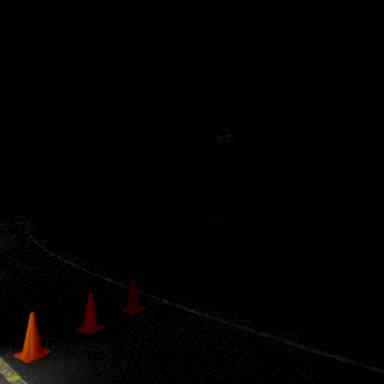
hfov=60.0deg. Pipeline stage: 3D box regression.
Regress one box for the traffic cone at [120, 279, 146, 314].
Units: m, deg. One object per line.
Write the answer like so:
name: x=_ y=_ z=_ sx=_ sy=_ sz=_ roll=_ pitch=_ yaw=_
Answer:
traffic cone: x=-1.104 y=1.923 z=6.241 sx=0.340 sy=0.580 sz=0.340 roll=1 pitch=1 yaw=33

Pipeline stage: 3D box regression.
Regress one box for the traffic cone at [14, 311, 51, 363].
traffic cone: x=-2.187 y=1.940 z=4.568 sx=0.340 sy=0.580 sz=0.340 roll=1 pitch=1 yaw=33

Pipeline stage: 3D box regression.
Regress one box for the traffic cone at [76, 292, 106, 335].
traffic cone: x=-1.646 y=1.931 z=5.405 sx=0.340 sy=0.580 sz=0.340 roll=1 pitch=1 yaw=33
